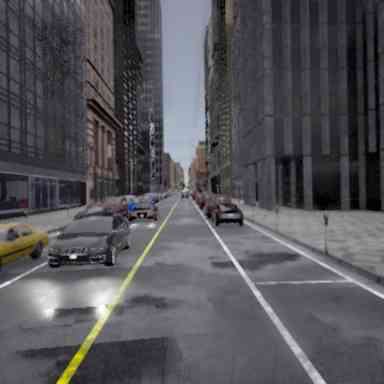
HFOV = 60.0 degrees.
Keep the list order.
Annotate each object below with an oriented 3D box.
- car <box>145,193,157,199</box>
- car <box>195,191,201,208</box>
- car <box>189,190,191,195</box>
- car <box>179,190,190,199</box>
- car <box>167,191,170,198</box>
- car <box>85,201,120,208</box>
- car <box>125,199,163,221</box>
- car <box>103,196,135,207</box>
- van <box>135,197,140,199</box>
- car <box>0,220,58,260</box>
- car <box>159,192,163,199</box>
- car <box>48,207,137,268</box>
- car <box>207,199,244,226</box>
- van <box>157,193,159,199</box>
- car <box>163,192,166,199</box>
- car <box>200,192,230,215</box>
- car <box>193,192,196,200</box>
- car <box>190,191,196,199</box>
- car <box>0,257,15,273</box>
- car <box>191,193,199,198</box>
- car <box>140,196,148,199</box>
[{"bbox_3d":[-6.864,1.260,49.764,1.967,1.590,4.097,0,0,-1],"label":"car"},{"bbox_3d":[1.896,1.056,38.694,2.192,1.841,5.009,0,0,-1],"label":"car"},{"bbox_3d":[1.061,0.783,78.056,2.192,1.841,5.009,0,0,-1],"label":"car"},{"bbox_3d":[-1.694,1.005,81.790,1.812,1.442,4.674,-1,0,-1],"label":"car"},{"bbox_3d":[-7.699,1.084,89.128,1.887,1.381,4.507,0,0,-1],"label":"car"},{"bbox_3d":[-6.267,1.540,21.647,1.887,1.381,4.507,-1,0,-1],"label":"car"},{"bbox_3d":[-3.580,1.486,25.725,1.994,1.385,4.181,-1,0,-1],"label":"car"},{"bbox_3d":[-6.388,1.278,27.269,2.192,1.841,5.009,-1,0,-1],"label":"car"},{"bbox_3d":[-6.507,1.271,32.894,1.690,1.788,3.998,0,0,-1],"label":"van"},{"bbox_3d":[-6.026,1.580,10.230,1.752,1.417,4.829,-1,0,-1],"label":"car"},{"bbox_3d":[-7.104,1.057,61.010,2.192,1.841,5.009,0,0,-1],"label":"car"},{"bbox_3d":[-3.300,1.504,11.501,1.837,1.490,4.892,-1,0,-1],"label":"car"},{"bbox_3d":[2.255,1.407,21.825,1.947,1.339,4.313,-1,0,-1],"label":"car"},{"bbox_3d":[-6.984,1.122,55.387,1.690,1.788,3.998,0,0,-1],"label":"van"},{"bbox_3d":[-7.341,1.207,72.258,1.887,1.381,4.507,0,0,-1],"label":"car"},{"bbox_3d":[2.134,1.125,27.447,2.192,1.841,5.009,-1,0,-1],"label":"car"},{"bbox_3d":[1.540,1.172,55.565,1.887,1.381,4.507,0,0,-1],"label":"car"},{"bbox_3d":[1.299,0.864,66.809,2.192,1.841,5.009,0,0,-1],"label":"car"},{"bbox_3d":[-3.073,1.540,1.258,2.128,1.511,4.902,-1,0,0],"label":"car"},{"bbox_3d":[0.824,0.936,89.303,2.008,1.369,4.403,0,0,-1],"label":"car"},{"bbox_3d":[-6.625,1.445,38.518,2.008,1.369,4.403,0,0,-1],"label":"car"}]
